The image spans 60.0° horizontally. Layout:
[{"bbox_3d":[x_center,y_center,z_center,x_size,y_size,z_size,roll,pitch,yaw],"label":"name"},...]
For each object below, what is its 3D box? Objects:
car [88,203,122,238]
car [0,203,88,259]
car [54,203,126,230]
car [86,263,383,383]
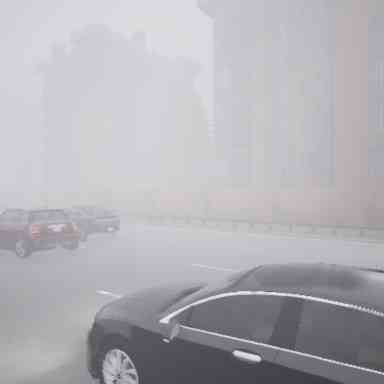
[{"bbox_3d":[-5.697,1.491,16.665,4.902,1.511,2.128,0,0,36],"label":"car"},{"bbox_3d":[-6.457,1.352,12.909,4.553,1.767,2.097,0,0,36],"label":"car"},{"bbox_3d":[-6.722,1.503,21.700,4.892,1.490,1.837,-1,0,36],"label":"car"},{"bbox_3d":[0.977,1.503,3.297,4.892,1.490,1.837,-1,0,36],"label":"car"}]
